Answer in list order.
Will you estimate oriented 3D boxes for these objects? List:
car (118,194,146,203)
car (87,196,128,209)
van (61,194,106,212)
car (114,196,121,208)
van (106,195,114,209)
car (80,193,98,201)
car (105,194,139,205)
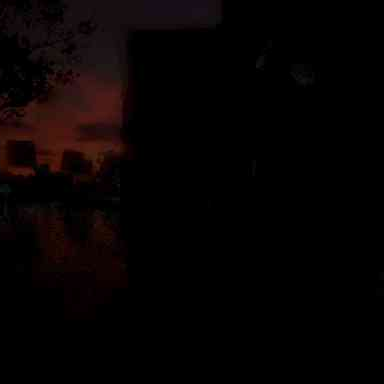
[{"bbox_3d":[-11.183,1.204,61.642,4.892,1.521,2.231,2,1,-17],"label":"car"},{"bbox_3d":[-11.857,1.424,46.706,5.366,1.575,1.946,2,1,-17],"label":"car"},{"bbox_3d":[-12.364,1.226,37.703,4.442,1.987,1.878,2,0,-17],"label":"van"},{"bbox_3d":[-12.178,1.435,43.651,5.008,1.535,2.097,2,1,-17],"label":"car"},{"bbox_3d":[-12.215,1.220,40.701,4.442,1.987,1.878,2,0,-17],"label":"van"},{"bbox_3d":[-20.157,1.018,65.119,1.994,1.385,4.181,1,1,4],"label":"car"},{"bbox_3d":[-11.712,1.285,55.597,5.366,1.575,1.946,2,1,-17],"label":"car"}]
